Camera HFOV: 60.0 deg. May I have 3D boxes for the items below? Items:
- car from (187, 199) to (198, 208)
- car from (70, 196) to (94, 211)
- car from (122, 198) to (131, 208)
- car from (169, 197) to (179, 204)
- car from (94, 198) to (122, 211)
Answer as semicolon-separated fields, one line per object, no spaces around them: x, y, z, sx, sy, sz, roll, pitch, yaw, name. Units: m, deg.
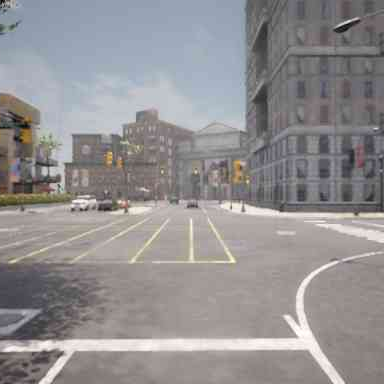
0.085;1.945;55.644;2.033;1.411;5.357;0;0;0;car
-15.027;1.553;46.339;2.150;2.045;5.566;0;0;0;car
-11.545;1.745;54.950;2.097;1.767;4.553;0;0;0;car
-3.925;1.828;71.892;1.837;1.490;4.892;0;0;-8;car
-11.537;1.805;45.813;1.882;1.535;5.008;0;0;1;car
